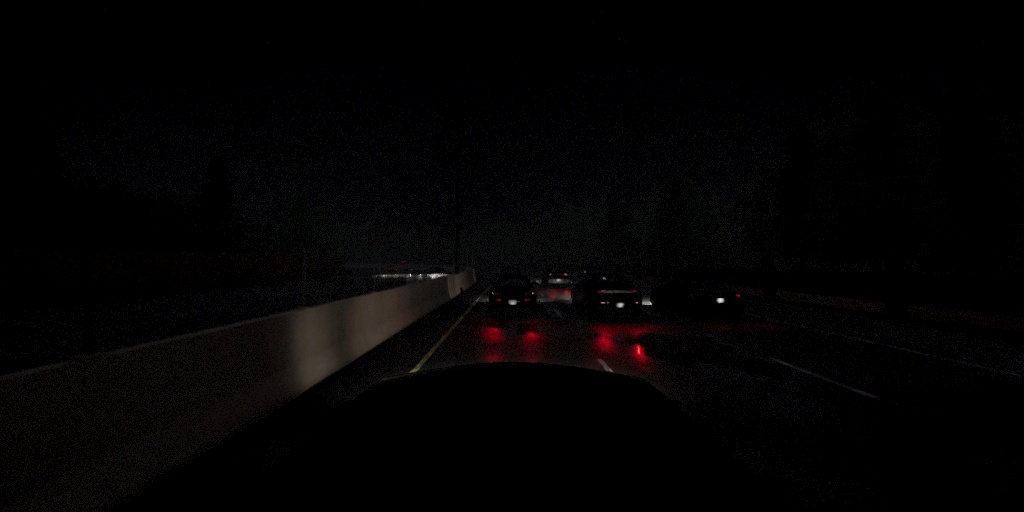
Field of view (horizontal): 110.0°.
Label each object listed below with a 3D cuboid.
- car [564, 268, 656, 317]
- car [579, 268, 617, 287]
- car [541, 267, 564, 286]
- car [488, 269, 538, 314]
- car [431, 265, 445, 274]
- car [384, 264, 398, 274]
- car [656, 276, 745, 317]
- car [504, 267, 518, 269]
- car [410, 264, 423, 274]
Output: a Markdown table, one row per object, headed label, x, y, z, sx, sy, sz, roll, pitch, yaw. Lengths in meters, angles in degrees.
| label | x | y | z | sx | sy | sz | roll | pitch | yaw |
| --- | --- | --- | --- | --- | --- | --- | --- | --- | --- |
| car | 3.544 | 1.415 | 14.079 | 2.128 | 1.511 | 4.902 | 0 | -1 | 1 |
| car | 6.939 | 1.703 | 29.377 | 1.994 | 1.385 | 4.181 | 0 | -1 | -1 |
| car | 3.445 | 1.625 | 29.076 | 2.128 | 1.511 | 4.902 | 0 | -1 | -1 |
| car | 0.051 | 1.458 | 14.765 | 1.812 | 1.442 | 4.674 | 0 | -1 | 1 |
| car | -11.723 | 2.122 | 56.854 | 1.895 | 1.301 | 4.718 | 0 | -1 | -17 |
| car | -18.311 | 1.964 | 54.405 | 1.882 | 1.535 | 5.008 | 0 | -1 | -17 |
| car | 7.044 | 1.489 | 14.086 | 1.994 | 1.385 | 4.181 | 0 | -1 | 1 |
| car | -0.060 | 1.668 | 29.750 | 1.812 | 1.442 | 4.674 | 0 | -1 | -1 |
| car | -14.570 | 2.008 | 54.091 | 1.812 | 1.442 | 4.674 | 0 | -1 | -16 |
